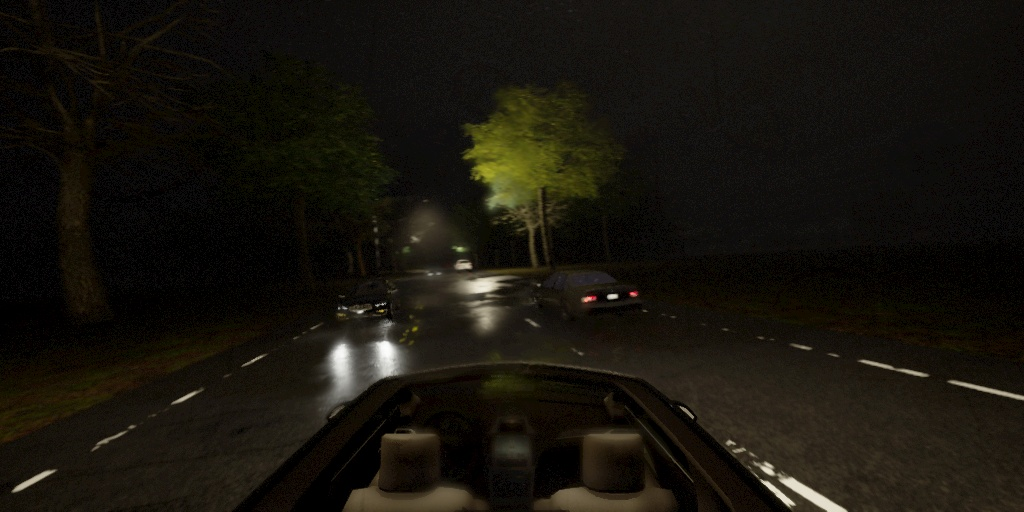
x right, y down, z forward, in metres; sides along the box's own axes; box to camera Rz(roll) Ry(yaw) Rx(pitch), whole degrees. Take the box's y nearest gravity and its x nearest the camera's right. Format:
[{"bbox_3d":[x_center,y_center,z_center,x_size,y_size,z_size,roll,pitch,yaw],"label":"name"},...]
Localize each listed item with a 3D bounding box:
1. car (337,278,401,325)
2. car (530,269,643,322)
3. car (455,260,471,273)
[{"bbox_3d":[-5.693,1.711,14.629,1.837,1.490,4.892,-5,0,-12],"label":"car"},{"bbox_3d":[2.079,1.134,11.668,2.033,1.411,5.357,-5,0,-12],"label":"car"},{"bbox_3d":[-7.927,1.665,58.331,2.150,2.045,5.566,-5,0,-12],"label":"car"}]
